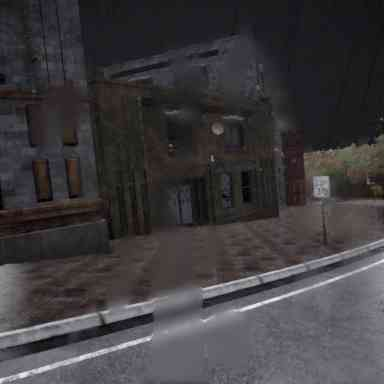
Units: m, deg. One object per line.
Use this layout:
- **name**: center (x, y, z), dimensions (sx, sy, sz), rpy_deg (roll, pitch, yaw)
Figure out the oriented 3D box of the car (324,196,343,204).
- **car**: center (27.447, 1.578, 64.528), dimensions (1.994, 1.385, 4.181), rpy_deg (-6, -2, -6)
